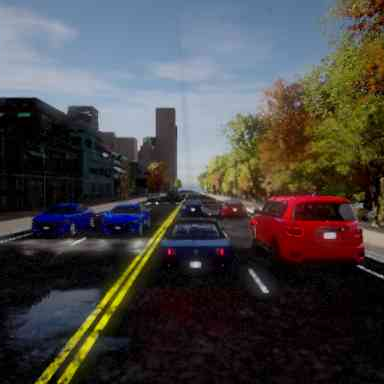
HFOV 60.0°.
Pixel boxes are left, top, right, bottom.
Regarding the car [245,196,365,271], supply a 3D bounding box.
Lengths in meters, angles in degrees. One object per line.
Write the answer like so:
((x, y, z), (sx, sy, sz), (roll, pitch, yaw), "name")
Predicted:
((3.349, 1.133, 10.761), (2.150, 2.045, 5.566), (0, 0, 0), "car")

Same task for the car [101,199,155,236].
((-3.350, 1.334, 17.552), (1.882, 1.535, 5.008), (0, 0, 0), "car")

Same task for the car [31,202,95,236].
((-6.600, 1.334, 17.553), (1.882, 1.535, 5.008), (0, 0, 0), "car")

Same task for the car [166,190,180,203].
((-3.293, 0.751, 57.922), (2.150, 2.045, 5.566), (0, 0, 1), "car")

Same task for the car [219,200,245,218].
((3.349, 1.338, 27.790), (1.994, 1.385, 4.181), (0, 0, 0), "car")

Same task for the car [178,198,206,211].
((0.100, 1.337, 27.848), (1.994, 1.385, 4.181), (0, 0, 0), "car")

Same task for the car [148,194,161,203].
((-6.539, 1.076, 57.989), (2.033, 1.411, 5.357), (0, 0, 1), "car")

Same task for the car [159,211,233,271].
((0.098, 1.514, 10.550), (1.895, 1.301, 4.718), (0, 0, 0), "car")
